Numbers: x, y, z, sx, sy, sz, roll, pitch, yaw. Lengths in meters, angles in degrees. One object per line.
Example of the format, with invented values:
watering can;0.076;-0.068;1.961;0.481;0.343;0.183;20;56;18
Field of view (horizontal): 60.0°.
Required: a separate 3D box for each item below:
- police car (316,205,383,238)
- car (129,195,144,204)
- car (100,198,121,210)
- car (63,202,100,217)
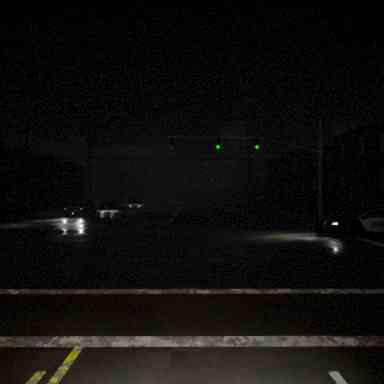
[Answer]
police car;9.019;1.498;17.022;4.974;1.542;2.038;-1;0;0
car;-10.496;1.349;63.008;2.097;1.767;4.553;0;0;0
car;-10.590;1.543;43.604;2.033;1.411;5.357;0;0;0
car;-10.583;1.599;31.738;1.895;1.301;4.718;0;0;0
